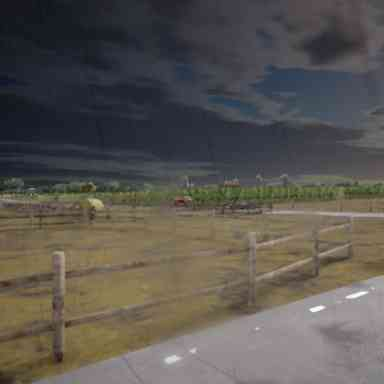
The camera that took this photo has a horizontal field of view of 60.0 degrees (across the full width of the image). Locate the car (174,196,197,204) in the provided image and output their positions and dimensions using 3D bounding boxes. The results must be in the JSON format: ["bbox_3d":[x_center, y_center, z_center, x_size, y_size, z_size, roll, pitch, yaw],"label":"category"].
[{"bbox_3d":[-1.349,1.748,62.381,2.150,2.045,5.566,0,-1,-36],"label":"car"}]

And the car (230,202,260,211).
[{"bbox_3d":[7.842,2.159,49.529,1.895,1.301,4.718,0,-1,-36],"label":"car"}]
